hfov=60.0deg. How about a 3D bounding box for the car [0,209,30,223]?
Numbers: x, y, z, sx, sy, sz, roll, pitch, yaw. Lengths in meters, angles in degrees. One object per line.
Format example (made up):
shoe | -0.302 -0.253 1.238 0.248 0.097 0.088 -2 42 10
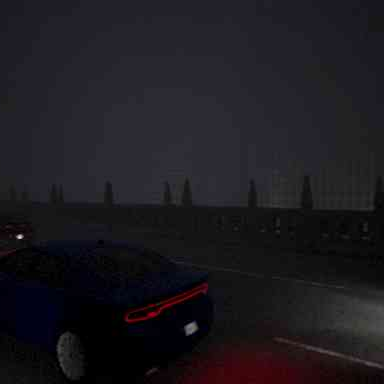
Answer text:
car | -8.773 1.514 14.543 4.892 1.490 1.837 0 0 35

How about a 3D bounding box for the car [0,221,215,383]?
car | -2.021 1.480 5.429 5.008 1.535 1.882 0 0 36
